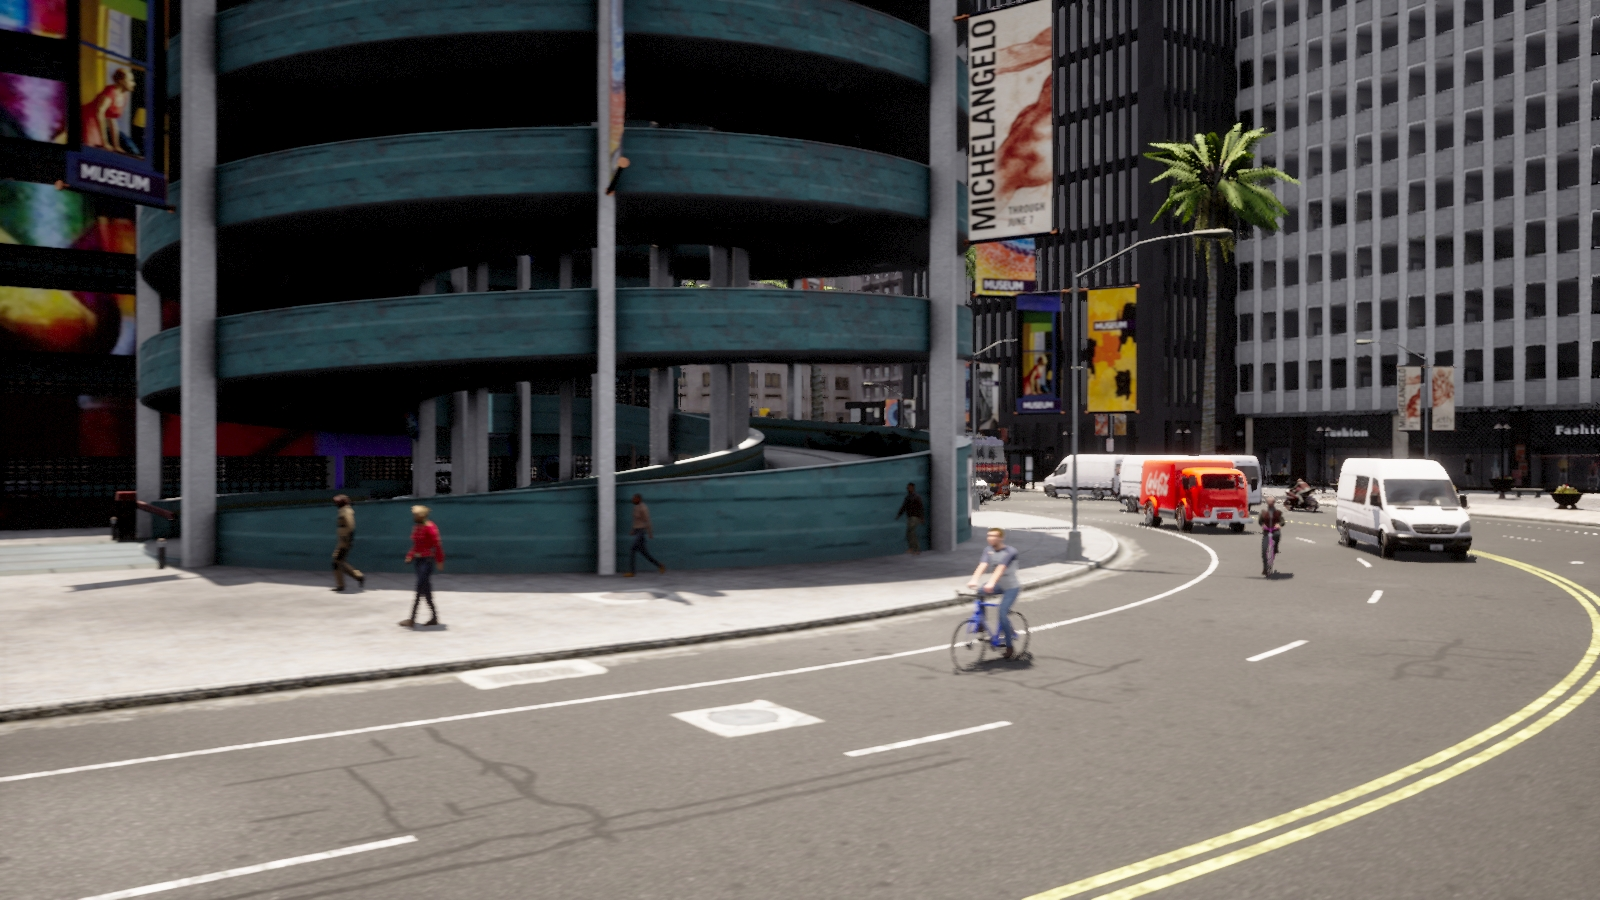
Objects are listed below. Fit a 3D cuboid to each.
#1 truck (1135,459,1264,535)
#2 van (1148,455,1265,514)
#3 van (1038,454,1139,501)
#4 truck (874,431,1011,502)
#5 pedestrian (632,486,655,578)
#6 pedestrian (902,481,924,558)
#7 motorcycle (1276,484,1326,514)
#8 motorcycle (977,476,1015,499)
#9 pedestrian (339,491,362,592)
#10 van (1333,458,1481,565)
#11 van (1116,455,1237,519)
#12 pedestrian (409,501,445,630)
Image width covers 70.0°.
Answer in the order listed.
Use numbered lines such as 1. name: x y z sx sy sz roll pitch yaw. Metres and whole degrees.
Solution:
1. truck: 13.926 1.567 40.243 2.627 2.467 5.204 0 0 -2
2. van: 18.741 1.532 53.064 1.988 2.561 5.915 0 0 -16
3. van: 16.457 1.532 65.468 1.988 2.561 5.915 0 0 -31
4. truck: 8.018 0.887 65.766 2.891 3.827 8.468 0 0 -35
5. pedestrian: -3.248 1.695 23.695 0.375 1.860 0.375 0 0 -30
6. pedestrian: 2.768 1.695 28.041 0.375 1.860 0.375 0 0 -39
7. motorcycle: 22.710 2.203 51.818 0.867 1.251 2.209 0 0 -15
8. motorcycle: 11.455 2.202 66.827 0.867 1.251 2.209 0 0 -34
9. pedestrian: -8.382 1.695 21.322 0.375 1.860 0.375 0 0 -25
10. van: 16.325 1.533 31.112 1.988 2.561 5.915 0 0 12
11. van: 16.192 1.532 49.507 1.988 2.561 5.915 1 0 -16
12. pedestrian: -5.543 1.695 16.972 0.375 1.860 0.375 0 0 -44
